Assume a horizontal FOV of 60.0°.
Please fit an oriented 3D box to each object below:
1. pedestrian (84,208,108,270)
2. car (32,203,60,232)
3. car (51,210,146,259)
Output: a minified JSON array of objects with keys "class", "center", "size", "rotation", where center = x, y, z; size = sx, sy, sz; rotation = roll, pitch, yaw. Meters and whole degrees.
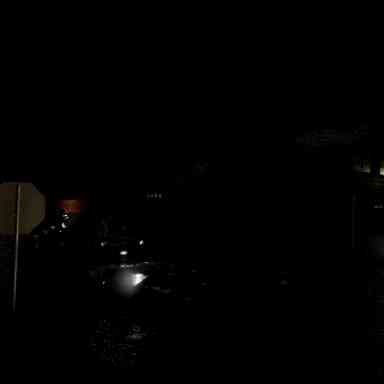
[{"class":"pedestrian","center":[-2.762,1.293,9.548],"size":[0.375,1.860,0.375],"rotation":[2,-1,-34]},{"class":"car","center":[-9.352,1.486,21.143],"size":[2.097,1.767,4.553],"rotation":[3,-2,-35]},{"class":"car","center":[-3.731,1.620,13.077],"size":[2.033,1.411,5.357],"rotation":[3,-2,-35]}]
